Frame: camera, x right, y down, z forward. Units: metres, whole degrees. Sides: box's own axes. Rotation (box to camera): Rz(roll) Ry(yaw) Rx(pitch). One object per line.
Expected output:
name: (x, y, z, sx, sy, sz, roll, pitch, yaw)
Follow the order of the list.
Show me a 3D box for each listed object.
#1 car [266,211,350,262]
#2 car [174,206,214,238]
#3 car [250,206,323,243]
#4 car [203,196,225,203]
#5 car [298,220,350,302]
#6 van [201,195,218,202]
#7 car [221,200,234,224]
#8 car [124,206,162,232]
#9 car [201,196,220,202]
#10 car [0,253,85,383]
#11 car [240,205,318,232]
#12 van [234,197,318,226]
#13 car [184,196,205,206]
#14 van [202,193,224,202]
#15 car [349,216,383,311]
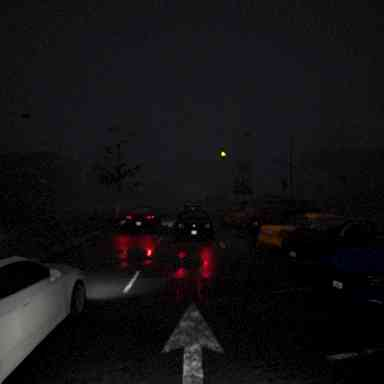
car: (5.062, 1.496, 10.057, 4.892, 1.521, 2.231, 1, 0, -20)
car: (0.098, 1.619, 17.814, 1.895, 1.301, 4.718, 0, 0, 0)
car: (5.242, 1.499, 13.104, 5.366, 1.575, 1.946, 1, 0, -20)
car: (5.054, 1.690, 77.246, 4.674, 1.452, 2.002, 1, -2, -20)
car: (5.075, 1.491, 7.071, 5.008, 1.535, 2.097, 1, 0, -20)
van: (4.951, 1.881, 95.071, 4.442, 1.987, 1.878, 1, -1, -20)
car: (4.894, 1.513, 21.920, 5.366, 1.575, 1.946, 1, 0, -20)
car: (-2.903, 1.550, 20.344, 1.812, 1.442, 4.674, 0, -1, 0)
car: (5.088, 1.908, 92.143, 4.553, 1.767, 2.185, 1, -1, -20)
car: (-2.903, 1.523, 4.362, 1.812, 1.442, 4.674, 0, 0, 0)
car: (5.093, 1.536, 16.034, 4.792, 1.488, 2.163, 1, 0, -20)
van: (4.961, 1.285, 18.961, 4.442, 1.987, 1.878, 1, 0, -20)
car: (0.088, 1.545, 38.075, 2.128, 1.511, 4.902, 0, 0, 0)
van: (4.953, 1.346, 74.230, 4.442, 1.987, 1.878, 1, -1, -20)
car: (5.099, 1.238, 4.107, 5.566, 2.045, 2.435, 1, 0, -20)
